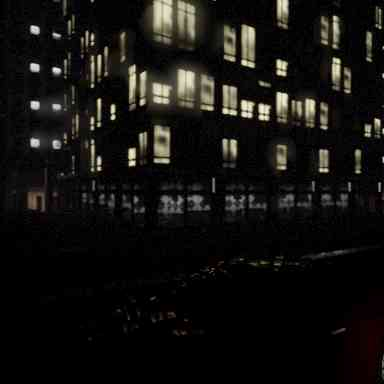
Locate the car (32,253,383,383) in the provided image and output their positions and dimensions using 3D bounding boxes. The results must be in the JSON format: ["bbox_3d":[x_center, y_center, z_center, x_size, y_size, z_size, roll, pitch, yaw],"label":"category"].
[{"bbox_3d":[0.727,1.520,3.823,4.674,1.442,1.812,1,0,-33],"label":"car"}]
